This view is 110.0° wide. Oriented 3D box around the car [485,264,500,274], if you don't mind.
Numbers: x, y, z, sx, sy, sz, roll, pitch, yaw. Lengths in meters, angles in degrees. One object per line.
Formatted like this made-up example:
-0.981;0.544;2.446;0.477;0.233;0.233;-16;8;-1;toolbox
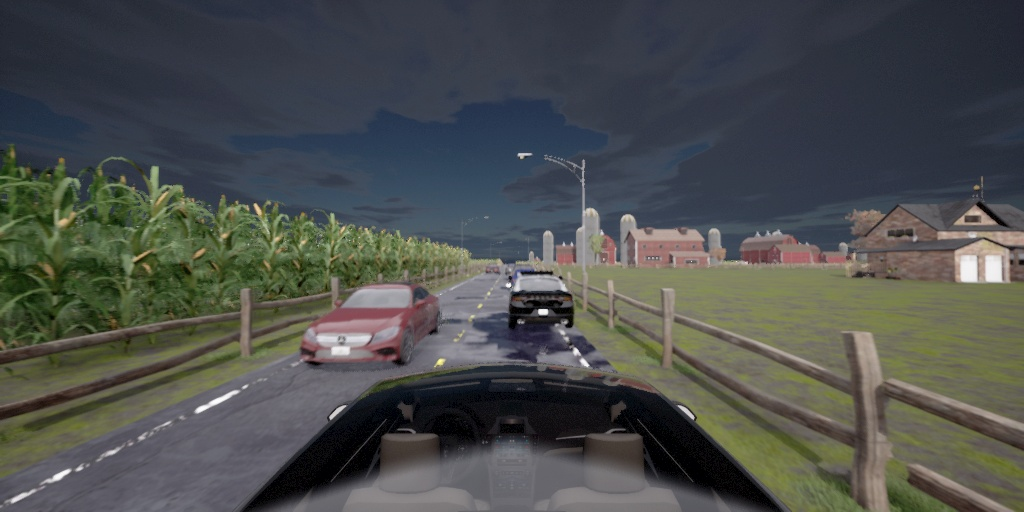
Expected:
-2.835;1.909;52.582;1.994;1.385;4.181;0;-1;0;car

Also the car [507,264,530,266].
0.821;1.392;27.878;2.097;1.767;4.553;0;-1;0;car

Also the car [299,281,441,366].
-2.853;1.349;8.301;1.812;1.442;4.674;0;-1;0;car

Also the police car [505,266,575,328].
0.823;1.290;12.018;1.930;1.638;5.238;0;-1;0;police car
